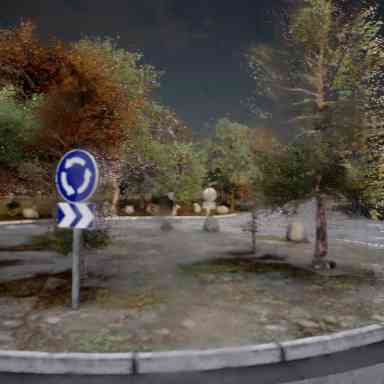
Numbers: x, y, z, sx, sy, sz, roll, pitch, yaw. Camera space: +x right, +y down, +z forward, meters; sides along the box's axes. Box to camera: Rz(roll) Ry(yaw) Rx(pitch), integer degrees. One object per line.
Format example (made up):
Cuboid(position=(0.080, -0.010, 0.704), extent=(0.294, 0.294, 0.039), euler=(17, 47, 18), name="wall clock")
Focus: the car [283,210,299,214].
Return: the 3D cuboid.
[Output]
Cuboid(position=(13.678, 2.255, 45.988), extent=(2.128, 1.511, 4.902), euler=(0, -1, 21), name="car")
